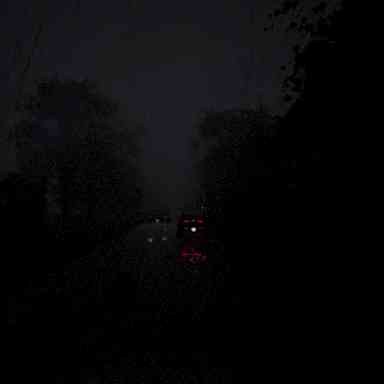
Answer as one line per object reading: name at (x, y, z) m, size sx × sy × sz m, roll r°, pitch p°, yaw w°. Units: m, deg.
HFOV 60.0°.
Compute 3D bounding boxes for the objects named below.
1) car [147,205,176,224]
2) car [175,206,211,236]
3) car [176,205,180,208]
car at (-2.887, 2.063, 30.420) m, size 2.033 × 1.411 × 5.357 m, roll 0°, pitch -1°, yaw 0°
car at (0.089, 1.797, 20.196) m, size 1.837 × 1.490 × 4.892 m, roll 0°, pitch -1°, yaw 0°
car at (-3.051, 3.460, 71.600) m, size 1.812 × 1.442 × 4.674 m, roll 0°, pitch -3°, yaw -1°
